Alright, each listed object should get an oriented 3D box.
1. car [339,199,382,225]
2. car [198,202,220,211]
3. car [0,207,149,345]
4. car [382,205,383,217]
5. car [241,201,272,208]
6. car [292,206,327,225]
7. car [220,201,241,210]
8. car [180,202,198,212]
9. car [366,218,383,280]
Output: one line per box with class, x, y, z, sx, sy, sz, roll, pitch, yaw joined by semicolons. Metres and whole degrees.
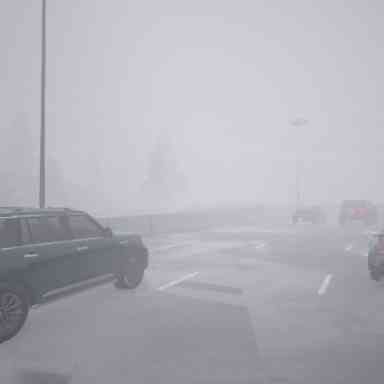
car;13.766;1.636;27.424;2.150;2.045;5.566;0;-1;37
car;3.678;2.222;48.596;2.128;1.511;4.902;-1;-1;41
car;-3.132;1.318;6.888;2.150;2.045;5.566;0;-1;26
car;21.269;2.108;36.450;2.033;1.411;5.357;-1;-1;42
car;8.872;2.167;43.900;1.837;1.490;4.892;-1;-1;41
car;10.064;1.929;28.341;1.837;1.490;4.892;-1;-1;36
car;6.315;1.812;46.299;1.812;1.442;4.674;-1;-1;41
car;0.230;2.239;49.955;1.812;1.442;4.674;-1;-1;41
car;6.428;1.720;9.943;1.994;1.385;4.181;0;-1;29
